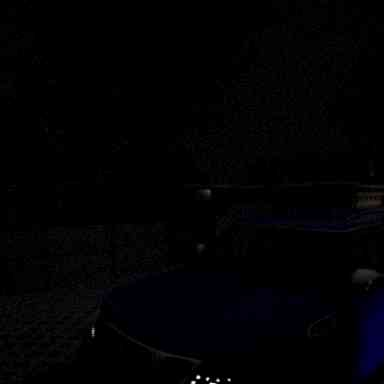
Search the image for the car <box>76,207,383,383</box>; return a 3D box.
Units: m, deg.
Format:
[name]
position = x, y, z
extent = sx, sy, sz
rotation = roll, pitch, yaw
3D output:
[car]
position = 1.466, 1.266, 4.310
extent = 5.566, 2.045, 2.150
rotation = 0, -1, -39
